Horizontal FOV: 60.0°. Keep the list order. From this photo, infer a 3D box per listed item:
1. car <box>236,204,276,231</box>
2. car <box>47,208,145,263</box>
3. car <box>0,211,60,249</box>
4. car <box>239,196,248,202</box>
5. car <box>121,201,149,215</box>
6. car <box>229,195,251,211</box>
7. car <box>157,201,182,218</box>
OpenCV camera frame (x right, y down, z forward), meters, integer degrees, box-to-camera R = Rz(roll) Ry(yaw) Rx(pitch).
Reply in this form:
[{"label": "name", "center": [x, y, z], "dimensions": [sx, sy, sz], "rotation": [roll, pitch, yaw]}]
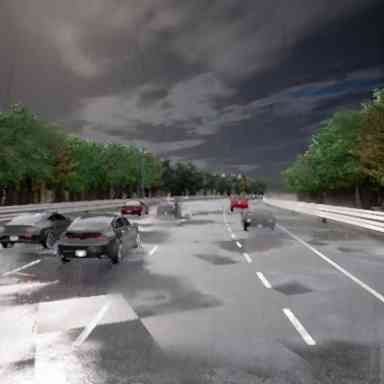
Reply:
[{"label": "car", "center": [4.102, 1.678, 21.397], "dimensions": [1.895, 1.301, 4.718], "rotation": [0, 0, 5]}, {"label": "car", "center": [-3.155, 1.543, 12.085], "dimensions": [1.837, 1.490, 4.892], "rotation": [0, 0, 2]}, {"label": "car", "center": [-6.566, 1.570, 14.723], "dimensions": [1.812, 1.442, 4.674], "rotation": [0, 0, 2]}, {"label": "car", "center": [14.287, 1.861, 91.479], "dimensions": [2.163, 1.488, 4.792], "rotation": [0, 0, 13]}, {"label": "car", "center": [-5.490, 1.591, 32.611], "dimensions": [1.882, 1.535, 5.008], "rotation": [0, 0, 5]}, {"label": "car", "center": [6.019, 1.381, 42.800], "dimensions": [2.150, 2.045, 5.566], "rotation": [0, 0, 6]}, {"label": "car", "center": [-2.077, 1.616, 31.369], "dimensions": [1.837, 1.490, 4.892], "rotation": [0, 0, 5]}]
